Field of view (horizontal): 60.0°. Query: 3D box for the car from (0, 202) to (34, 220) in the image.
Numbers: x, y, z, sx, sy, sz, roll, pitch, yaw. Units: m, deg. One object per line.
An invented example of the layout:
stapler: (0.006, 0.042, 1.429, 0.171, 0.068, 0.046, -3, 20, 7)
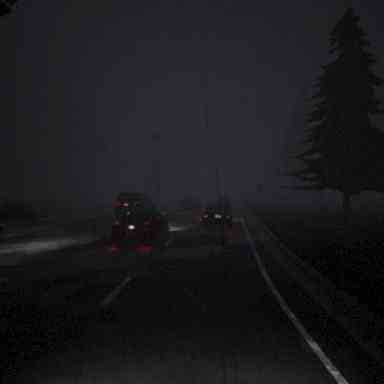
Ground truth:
car: (-13.267, 1.408, 23.847, 1.994, 1.385, 4.181, 0, 0, 7)

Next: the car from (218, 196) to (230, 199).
car: (4.071, 1.236, 42.467, 1.837, 1.490, 4.892, 0, 0, 6)

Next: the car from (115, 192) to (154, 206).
car: (-4.646, 1.044, 27.702, 2.150, 2.045, 5.566, 0, 0, 6)

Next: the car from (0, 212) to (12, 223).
car: (-6.632, 1.441, 7.502, 2.128, 1.511, 4.902, 0, 0, 3)

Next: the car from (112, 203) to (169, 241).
car: (-2.372, 1.460, 16.174, 1.994, 1.385, 4.181, 0, 0, 6)

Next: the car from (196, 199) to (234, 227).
car: (1.684, 1.412, 21.330, 2.033, 1.411, 5.357, 0, 0, 6)

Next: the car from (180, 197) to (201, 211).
car: (-0.118, 1.245, 36.579, 1.882, 1.535, 5.008, 0, 0, 6)
